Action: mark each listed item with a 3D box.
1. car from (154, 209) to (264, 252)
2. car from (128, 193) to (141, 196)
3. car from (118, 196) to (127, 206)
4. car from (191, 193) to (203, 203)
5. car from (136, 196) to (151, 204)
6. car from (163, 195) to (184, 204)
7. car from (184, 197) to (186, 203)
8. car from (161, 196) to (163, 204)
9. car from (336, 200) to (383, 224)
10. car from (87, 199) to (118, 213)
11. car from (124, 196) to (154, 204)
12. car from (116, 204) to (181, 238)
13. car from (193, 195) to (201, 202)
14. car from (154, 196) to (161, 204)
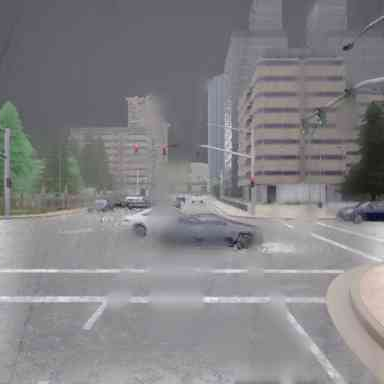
[{"bbox_3d":[0.752,1.564,13.494,4.181,1.385,1.994,0,0,1],"label":"car"},{"bbox_3d":[-9.659,1.221,55.472,2.150,2.045,5.566,0,0,1],"label":"car"},{"bbox_3d":[-9.772,1.601,45.513,1.895,1.301,4.718,0,0,1],"label":"car"},{"bbox_3d":[1.038,1.221,66.933,2.150,2.045,5.566,0,0,1],"label":"car"},{"bbox_3d":[-9.510,1.491,65.704,2.128,1.511,4.902,0,0,1],"label":"car"},{"bbox_3d":[-2.568,1.564,46.484,1.994,1.385,4.181,0,0,1],"label":"car"},{"bbox_3d":[-2.410,1.478,72.218,1.882,1.535,5.008,0,0,1],"label":"car"},{"bbox_3d":[-6.104,1.477,59.955,1.882,1.535,5.008,0,0,0],"label":"car"},{"bbox_3d":[12.948,1.352,24.084,4.553,1.767,2.097,0,0,1],"label":"car"},{"bbox_3d":[-9.846,1.526,36.413,1.812,1.442,4.674,0,0,1],"label":"car"},{"bbox_3d":[-6.325,1.547,40.291,2.033,1.411,5.357,0,0,1],"label":"car"},{"bbox_3d":[-1.257,1.525,17.013,4.674,1.442,1.812,0,0,1],"label":"car"},{"bbox_3d":[1.133,1.521,76.618,1.812,1.442,4.674,0,0,1],"label":"car"},{"bbox_3d":[-6.230,1.564,49.497,1.994,1.385,4.181,0,0,0],"label":"car"}]
